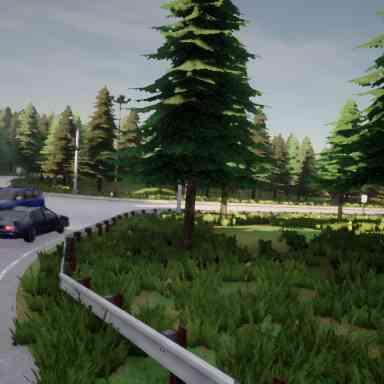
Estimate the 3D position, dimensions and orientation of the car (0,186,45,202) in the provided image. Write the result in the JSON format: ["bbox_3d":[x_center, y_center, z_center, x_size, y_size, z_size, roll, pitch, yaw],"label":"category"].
[{"bbox_3d":[-10.630,0.736,19.253,2.150,2.045,5.566,4,1,3],"label":"car"}]

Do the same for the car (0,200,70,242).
[{"bbox_3d":[-7.600,1.371,15.551,2.033,1.411,5.357,4,1,3],"label":"car"}]
